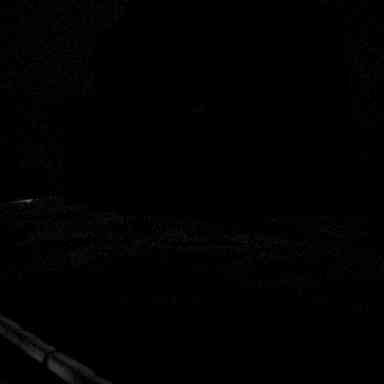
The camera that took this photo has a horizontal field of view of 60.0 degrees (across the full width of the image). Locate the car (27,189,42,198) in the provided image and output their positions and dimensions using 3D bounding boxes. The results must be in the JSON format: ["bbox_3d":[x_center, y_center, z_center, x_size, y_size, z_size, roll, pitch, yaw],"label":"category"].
[{"bbox_3d":[-31.360,0.247,66.359,2.128,1.511,4.902,-4,3,-7],"label":"car"}]
